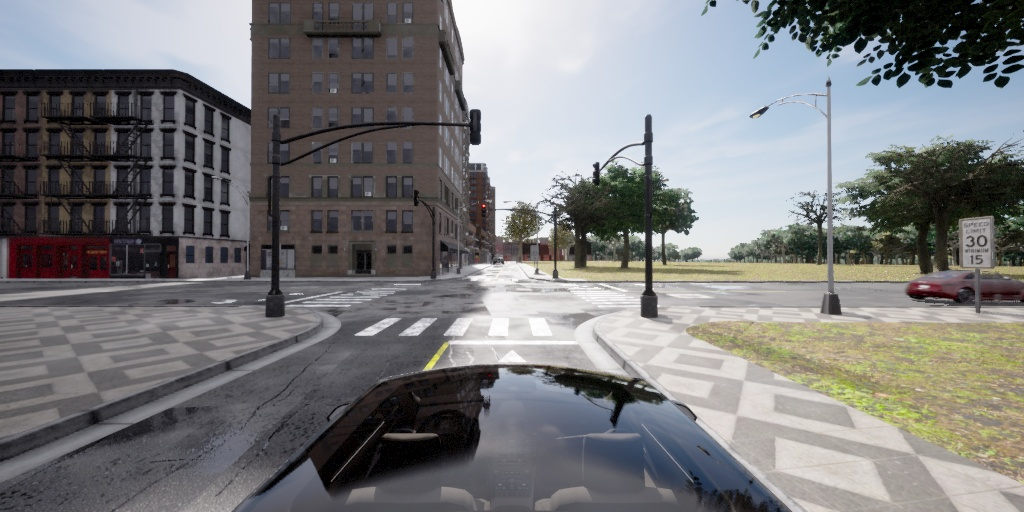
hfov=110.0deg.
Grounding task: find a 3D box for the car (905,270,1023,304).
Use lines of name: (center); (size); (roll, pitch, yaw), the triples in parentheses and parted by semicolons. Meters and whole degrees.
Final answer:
car: (19.743, 1.290, 15.417); (4.181, 1.385, 1.994); (0, -1, 0)
